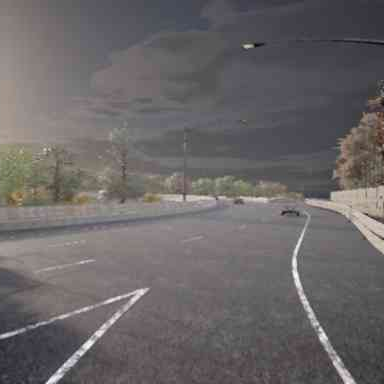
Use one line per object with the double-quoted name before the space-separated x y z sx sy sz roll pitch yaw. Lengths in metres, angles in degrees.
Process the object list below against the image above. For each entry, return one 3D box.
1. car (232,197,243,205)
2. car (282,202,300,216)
"car" 9.479 1.847 68.970 1.837 1.490 4.892 1 0 0
"car" 11.027 1.839 37.168 2.033 1.411 5.357 1 0 18
